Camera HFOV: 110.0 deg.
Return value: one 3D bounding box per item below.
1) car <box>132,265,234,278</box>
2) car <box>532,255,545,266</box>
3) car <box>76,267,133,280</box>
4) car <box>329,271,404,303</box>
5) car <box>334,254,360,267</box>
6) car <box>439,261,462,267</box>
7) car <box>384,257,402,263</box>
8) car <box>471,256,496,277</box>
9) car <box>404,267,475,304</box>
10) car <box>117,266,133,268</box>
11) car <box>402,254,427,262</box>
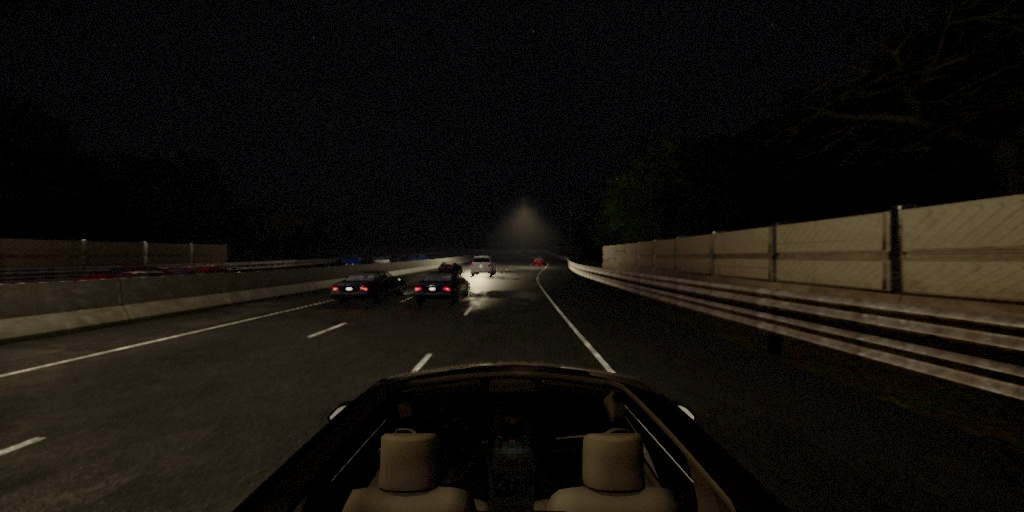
[{"bbox_3d":[-17.435,1.366,19.997,1.882,1.535,5.008,0,0,1],"label":"car"},{"bbox_3d":[4.810,0.976,63.225,1.994,1.385,4.181,0,1,5],"label":"car"},{"bbox_3d":[-20.939,1.489,20.009,1.895,1.301,4.718,0,0,1],"label":"car"},{"bbox_3d":[-6.777,1.431,17.514,2.033,1.411,5.357,0,0,1],"label":"car"},{"bbox_3d":[-26.044,0.786,56.849,2.150,2.045,5.566,0,1,0],"label":"car"},{"bbox_3d":[-6.333,1.282,37.079,2.128,1.511,4.902,0,1,2],"label":"car"},{"bbox_3d":[-19.554,1.052,60.892,1.994,1.385,4.181,0,1,3],"label":"car"},{"bbox_3d":[-2.851,1.016,36.529,2.150,2.045,5.566,0,1,2],"label":"car"},{"bbox_3d":[-3.279,1.431,17.418,2.033,1.411,5.357,0,0,1],"label":"car"},{"bbox_3d":[-24.385,1.365,22.904,1.882,1.535,5.008,0,0,1],"label":"car"},{"bbox_3d":[-16.061,0.708,60.657,2.150,2.045,5.566,0,1,3],"label":"car"}]
